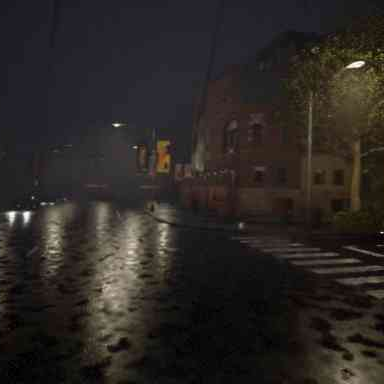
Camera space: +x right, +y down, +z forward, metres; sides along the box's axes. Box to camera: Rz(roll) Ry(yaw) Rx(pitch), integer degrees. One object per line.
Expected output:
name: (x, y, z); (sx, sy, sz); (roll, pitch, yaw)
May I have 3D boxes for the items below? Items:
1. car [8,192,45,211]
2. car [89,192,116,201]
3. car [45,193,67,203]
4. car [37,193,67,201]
car: (-15.876, 1.024, 31.700); (1.994, 1.385, 4.181); (1, 0, -11)
car: (-14.863, 0.894, 56.238); (1.895, 1.301, 4.718); (1, 0, 17)
car: (-19.965, 0.821, 48.524); (1.994, 1.385, 4.181); (1, 0, 8)
car: (-22.466, 0.765, 53.612); (1.895, 1.301, 4.718); (1, 0, 15)
